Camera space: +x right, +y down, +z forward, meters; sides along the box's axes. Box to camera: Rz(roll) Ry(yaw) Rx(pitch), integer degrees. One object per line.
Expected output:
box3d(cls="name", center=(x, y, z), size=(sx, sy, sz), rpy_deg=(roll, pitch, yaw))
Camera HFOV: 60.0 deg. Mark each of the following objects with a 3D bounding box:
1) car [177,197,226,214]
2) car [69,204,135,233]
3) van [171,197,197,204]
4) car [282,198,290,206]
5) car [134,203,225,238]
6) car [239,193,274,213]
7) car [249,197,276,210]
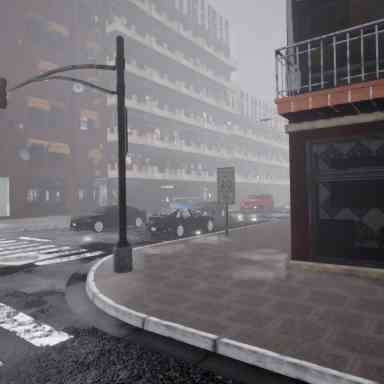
box3d(cls="car", center=(1.167, 1.478, 28.368), size=(1.837, 1.490, 4.892), rpy_deg=(-1, -1, 35))
box3d(cls="car", center=(-4.882, 1.475, 19.919), size=(1.882, 1.535, 5.008), rpy_deg=(-1, -1, 36))
box3d(cls="van", center=(-0.399, 1.365, 30.424), size=(1.690, 1.788, 3.998), rpy_deg=(-1, -1, 36))
box3d(cls="car", center=(15.713, 1.496, 52.935), size=(1.752, 1.417, 4.829), rpy_deg=(-1, -1, 36))
box3d(cls="car", center=(-0.470, 1.435, 16.778), size=(2.008, 1.369, 4.403), rpy_deg=(-1, -1, 36))
box3d(cls="car", center=(7.252, 1.174, 36.875), size=(2.150, 2.045, 5.566), rpy_deg=(-1, -1, 36))
box3d(cls="car", center=(9.327, 1.431, 44.014), size=(1.967, 1.590, 4.097), rpy_deg=(-1, -1, 36))
